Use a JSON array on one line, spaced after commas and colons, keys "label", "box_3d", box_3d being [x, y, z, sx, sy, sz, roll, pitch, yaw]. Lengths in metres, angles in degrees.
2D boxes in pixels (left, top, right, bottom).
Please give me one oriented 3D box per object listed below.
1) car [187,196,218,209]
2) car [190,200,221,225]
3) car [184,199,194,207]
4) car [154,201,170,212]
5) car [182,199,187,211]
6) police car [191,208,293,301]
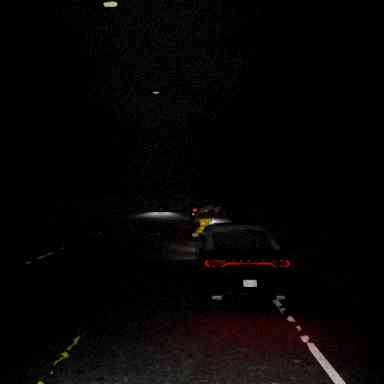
[{"label": "car", "box_3d": [0.924, 1.317, 24.526, 2.150, 2.045, 5.566, -1, 0, -1]}, {"label": "car", "box_3d": [0.977, 1.517, 18.672, 1.801, 1.575, 5.366, -1, 0, 0]}, {"label": "car", "box_3d": [-0.581, 1.966, 59.425, 1.812, 1.442, 4.674, 0, -1, -1]}, {"label": "car", "box_3d": [-3.816, 1.866, 42.759, 1.895, 1.301, 4.718, 0, -1, -1]}, {"label": "car", "box_3d": [-0.310, 1.782, 45.340, 2.128, 1.511, 4.902, 0, -1, 0]}, {"label": "police car", "box_3d": [1.039, 1.449, 8.578, 1.930, 1.638, 5.238, 0, 0, 0]}]
